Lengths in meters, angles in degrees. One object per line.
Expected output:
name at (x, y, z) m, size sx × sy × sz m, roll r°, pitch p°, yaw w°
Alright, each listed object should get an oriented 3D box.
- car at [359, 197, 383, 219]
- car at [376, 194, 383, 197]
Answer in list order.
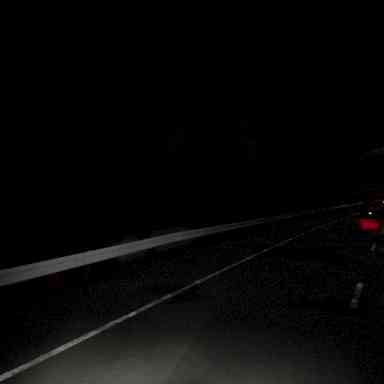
car at (16.160, 1.505, 29.524) m, size 1.837 × 1.490 × 4.892 m, roll 0°, pitch 0°, yaw 35°
car at (22.247, 1.221, 38.043) m, size 2.150 × 2.045 × 5.566 m, roll 0°, pitch 0°, yaw 36°
